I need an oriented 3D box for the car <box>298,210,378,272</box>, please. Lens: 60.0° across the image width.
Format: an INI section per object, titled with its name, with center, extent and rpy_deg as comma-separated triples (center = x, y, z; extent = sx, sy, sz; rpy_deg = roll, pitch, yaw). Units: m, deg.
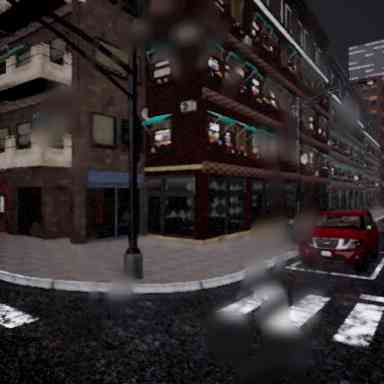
[car]
center = 5.516, 1.596, 12.177
extent = 2.192, 1.841, 5.009
rpy_deg = -1, -2, 35
